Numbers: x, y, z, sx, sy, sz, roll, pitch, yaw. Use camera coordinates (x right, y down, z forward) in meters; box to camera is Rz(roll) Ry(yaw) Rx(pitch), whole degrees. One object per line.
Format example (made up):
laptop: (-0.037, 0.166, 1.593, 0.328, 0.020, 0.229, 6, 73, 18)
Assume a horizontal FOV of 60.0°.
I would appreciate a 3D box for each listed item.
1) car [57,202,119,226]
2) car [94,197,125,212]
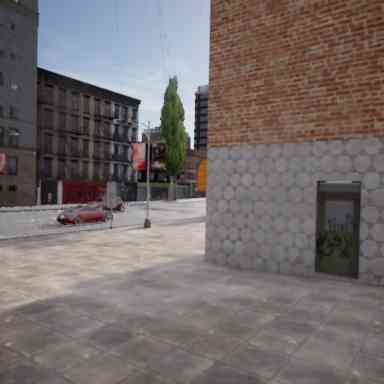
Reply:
car: (-8.073, 1.723, 25.358, 1.994, 1.385, 4.181, 2, 1, 35)
car: (-9.260, 1.322, 35.146, 2.097, 1.767, 4.553, 2, 1, 35)
